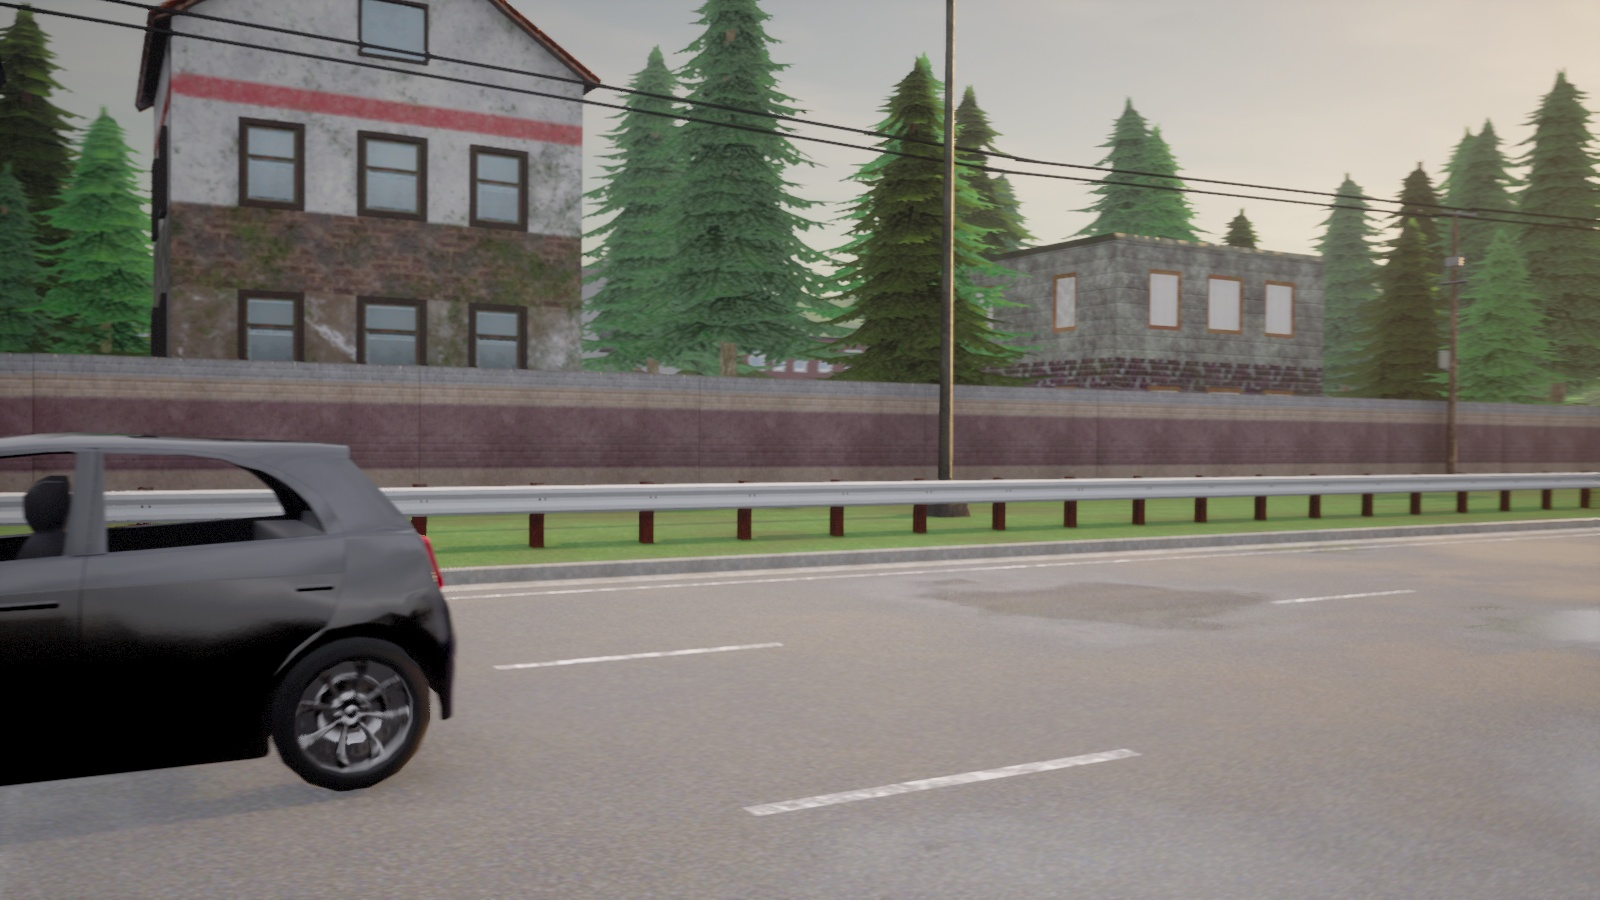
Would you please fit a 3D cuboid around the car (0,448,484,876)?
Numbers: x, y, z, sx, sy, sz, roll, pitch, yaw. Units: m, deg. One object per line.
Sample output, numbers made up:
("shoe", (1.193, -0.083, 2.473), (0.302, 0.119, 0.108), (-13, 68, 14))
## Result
("car", (-3.398, 0.776, 5.273), (3.633, 1.501, 1.845), (-1, 1, -30))
